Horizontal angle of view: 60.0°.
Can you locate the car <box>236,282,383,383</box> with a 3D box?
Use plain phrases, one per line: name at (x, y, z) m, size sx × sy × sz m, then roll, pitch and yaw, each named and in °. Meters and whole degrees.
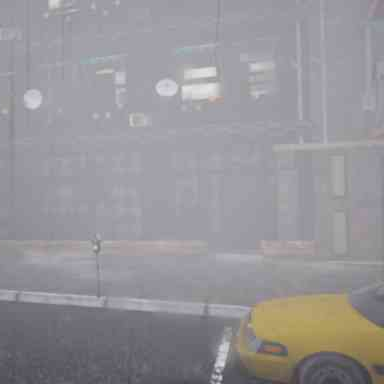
car at (2.946, 1.536, 3.772) m, size 4.829 × 1.417 × 1.752 m, roll 0°, pitch -2°, yaw 12°
